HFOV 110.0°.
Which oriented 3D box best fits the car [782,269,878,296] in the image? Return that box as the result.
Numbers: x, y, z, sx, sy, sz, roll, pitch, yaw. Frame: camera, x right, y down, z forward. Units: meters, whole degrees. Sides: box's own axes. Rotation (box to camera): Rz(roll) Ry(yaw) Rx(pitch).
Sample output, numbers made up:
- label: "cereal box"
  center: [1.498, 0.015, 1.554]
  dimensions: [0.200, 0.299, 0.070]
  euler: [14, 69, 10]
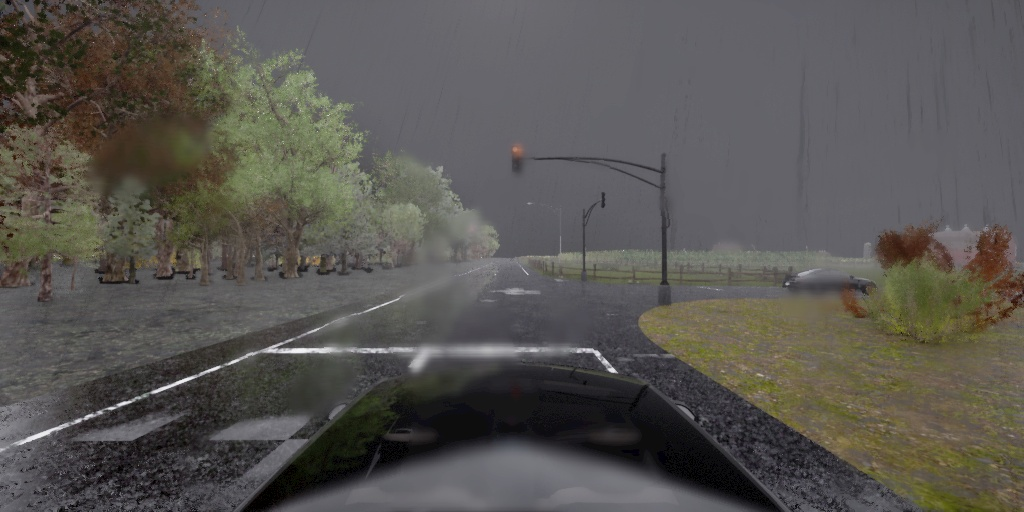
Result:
- label: "car"
  center: [18.301, 1.470, 20.740]
  dimensions: [4.674, 1.442, 1.812]
  euler: [1, -1, 0]
